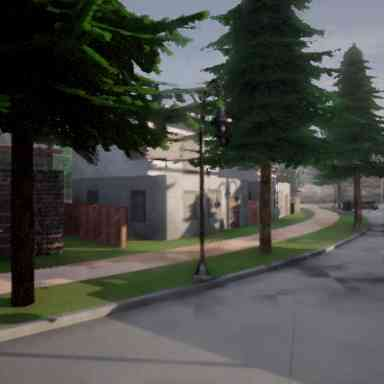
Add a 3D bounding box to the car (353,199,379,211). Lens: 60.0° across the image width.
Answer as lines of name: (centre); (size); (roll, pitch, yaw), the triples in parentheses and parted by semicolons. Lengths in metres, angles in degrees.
car: (21.014, 1.530, 40.373); (1.994, 1.385, 4.181); (0, 0, 11)
